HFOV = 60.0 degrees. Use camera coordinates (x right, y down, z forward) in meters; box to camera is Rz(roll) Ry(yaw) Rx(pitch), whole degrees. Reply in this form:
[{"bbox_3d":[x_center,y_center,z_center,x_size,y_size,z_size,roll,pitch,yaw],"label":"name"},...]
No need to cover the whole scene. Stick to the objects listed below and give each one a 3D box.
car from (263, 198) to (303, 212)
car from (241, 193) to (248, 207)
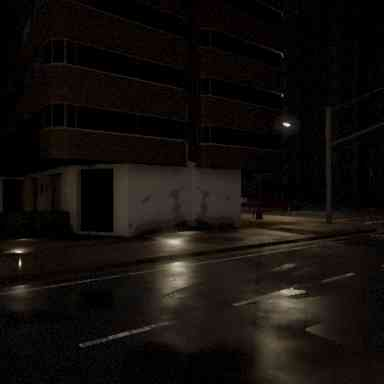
[{"bbox_3d":[10.718,1.477,39.450,1.882,1.535,5.008,0,0,-36],"label":"car"},{"bbox_3d":[6.212,1.222,51.975,2.150,2.045,5.566,0,0,-36],"label":"car"}]
